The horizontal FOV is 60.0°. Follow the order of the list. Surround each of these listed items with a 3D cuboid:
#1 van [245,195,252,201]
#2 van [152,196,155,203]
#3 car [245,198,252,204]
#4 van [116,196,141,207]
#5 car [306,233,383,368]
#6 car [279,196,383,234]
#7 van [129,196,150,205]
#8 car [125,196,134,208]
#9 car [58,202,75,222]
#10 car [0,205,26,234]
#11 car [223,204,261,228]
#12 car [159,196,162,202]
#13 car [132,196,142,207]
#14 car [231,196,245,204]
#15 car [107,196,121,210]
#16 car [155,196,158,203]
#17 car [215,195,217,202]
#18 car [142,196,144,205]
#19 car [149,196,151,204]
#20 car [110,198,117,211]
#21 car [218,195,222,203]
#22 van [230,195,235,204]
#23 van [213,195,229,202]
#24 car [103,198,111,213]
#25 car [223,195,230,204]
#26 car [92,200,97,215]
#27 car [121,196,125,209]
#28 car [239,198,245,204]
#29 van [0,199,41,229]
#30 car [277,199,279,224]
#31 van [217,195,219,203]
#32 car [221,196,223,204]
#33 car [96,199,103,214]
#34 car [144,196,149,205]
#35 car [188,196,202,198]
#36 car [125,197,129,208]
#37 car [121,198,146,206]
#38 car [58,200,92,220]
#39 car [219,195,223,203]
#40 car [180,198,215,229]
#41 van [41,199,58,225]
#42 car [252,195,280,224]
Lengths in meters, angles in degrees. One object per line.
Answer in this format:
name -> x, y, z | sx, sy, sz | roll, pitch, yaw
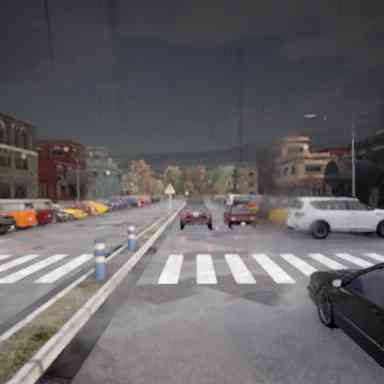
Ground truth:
van -> 8.001, 1.382, 33.843 | 4.442, 1.987, 1.878 | -1, 0, 0
van -> -11.838, 1.912, 79.763 | 4.442, 1.987, 1.878 | -1, -1, 0
car -> 7.871, 1.597, 31.085 | 5.008, 1.535, 2.097 | -1, 0, 0
van -> -11.976, 1.749, 63.091 | 4.442, 1.987, 1.878 | -1, 0, 0
car -> 3.122, 1.570, 4.003 | 2.033, 1.411, 5.357 | -1, 0, 0
car -> 7.789, 1.285, 17.296 | 5.566, 2.045, 2.435 | -1, 0, 0
van -> -12.095, 1.885, 76.988 | 4.442, 1.987, 1.878 | -1, -1, 0
car -> -12.177, 1.891, 51.975 | 4.892, 1.521, 2.231 | -1, 0, 0
car -> -12.391, 1.795, 26.964 | 4.674, 1.452, 2.002 | -1, 0, 0
car -> -12.451, 1.715, 18.626 | 4.892, 1.521, 2.231 | -1, 0, 0
car -> 3.262, 1.732, 23.330 | 1.895, 1.301, 4.718 | -1, 0, 0
car -> -11.835, 2.019, 90.755 | 5.566, 2.045, 2.435 | -1, -1, 0
car -> -12.111, 1.679, 57.535 | 5.566, 2.045, 2.435 | -1, 0, 0
car -> 7.742, 1.633, 39.358 | 5.366, 1.575, 1.946 | -1, 0, 0
car -> -12.222, 1.711, 43.638 | 4.553, 1.767, 2.185 | -1, 0, 0
car -> -11.960, 1.920, 82.544 | 5.566, 2.045, 2.435 | -1, -1, 0
car -> 8.168, 1.870, 72.441 | 4.892, 1.521, 2.231 | -1, -1, 0
car -> -11.928, 1.948, 60.310 | 5.366, 1.575, 1.946 | -1, 0, 0
car -> -11.992, 2.082, 71.425 | 4.792, 1.488, 2.163 | -1, -1, 0
car -> -12.280, 1.823, 40.860 | 4.892, 1.521, 2.231 | -1, 0, 0
car -> 8.298, 1.791, 64.168 | 5.366, 1.575, 1.946 | -1, 0, 0
van -> 8.103, 1.452, 47.628 | 4.442, 1.987, 1.878 | -1, 0, 0
van -> 8.221, 1.888, 94.499 | 4.442, 1.987, 1.878 | -1, -1, 0
car -> -12.293, 1.808, 38.083 | 5.008, 1.535, 2.097 | -1, 0, 0
car -> 8.035, 1.443, 50.387 | 5.566, 2.045, 2.435 | -1, 0, 0
car -> -12.338, 1.781, 32.523 | 5.008, 1.535, 2.097 | -1, 0, 0
car -> -12.199, 1.728, 46.418 | 4.553, 1.767, 2.185 | -1, 0, 0
car -> 7.904, 1.661, 36.599 | 4.674, 1.452, 2.002 | -1, 0, 0
van -> -12.554, 1.503, 21.408 | 4.442, 1.987, 1.878 | -1, 0, 0
car -> 7.812, 1.423, 19.930 | 4.553, 1.767, 2.185 | -1, 0, 0
van -> 8.033, 1.618, 69.563 | 4.442, 1.987, 1.878 | -1, -1, 0
car -> 8.101, 1.781, 58.655 | 4.792, 1.488, 2.163 | -1, 0, 0
car -> -12.353, 1.669, 35.302 | 4.553, 1.767, 2.185 | -1, 0, 0
car -> -12.042, 1.748, 65.869 | 5.566, 2.045, 2.435 | -1, 0, 0
car -> 0.390, 1.458, 40.137 | 2.150, 2.045, 5.566 | -1, 0, 0
car -> -12.203, 1.911, 49.196 | 4.674, 1.452, 2.002 | -1, 0, 0
car -> -12.038, 2.027, 68.648 | 4.892, 1.521, 2.231 | -1, -1, 0
car -> -12.181, 1.763, 29.742 | 5.366, 1.575, 1.946 | -1, 0, 0
car -> 8.085, 1.774, 61.413 | 4.892, 1.521, 2.231 | -1, 0, 0
car -> 0.267, 1.514, 23.317 | 2.097, 1.767, 4.553 | -1, 0, 0
van -> -12.531, 1.517, 24.187 | 4.442, 1.987, 1.878 | -1, 0, 0
car -> 7.850, 1.323, 25.570 | 5.566, 2.045, 2.435 | -1, 0, 0
